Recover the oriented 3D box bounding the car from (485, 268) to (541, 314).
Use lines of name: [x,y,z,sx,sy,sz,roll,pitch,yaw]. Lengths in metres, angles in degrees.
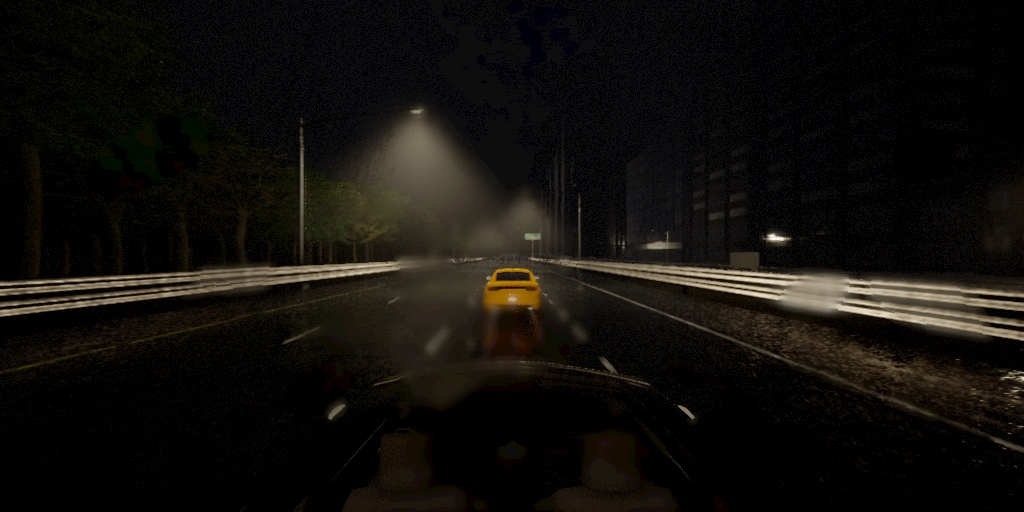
car: [0.030,1.208,13.754,1.882,1.535,5.008,0,0,0]
